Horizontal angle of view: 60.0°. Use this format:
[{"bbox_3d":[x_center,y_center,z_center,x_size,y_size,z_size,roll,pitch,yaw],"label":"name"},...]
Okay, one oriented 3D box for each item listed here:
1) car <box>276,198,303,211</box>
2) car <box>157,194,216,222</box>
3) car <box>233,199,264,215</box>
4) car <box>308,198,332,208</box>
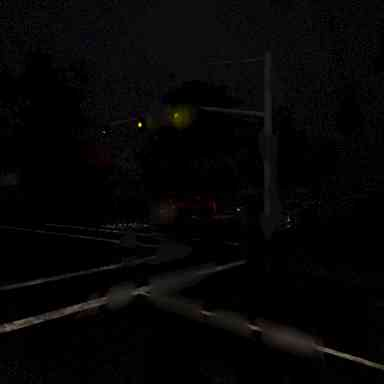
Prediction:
[{"bbox_3d":[12.272,1.526,41.512,1.812,1.442,4.674,0,0,41],"label":"car"},{"bbox_3d":[-0.337,1.221,27.008,2.150,2.045,5.566,0,0,41],"label":"car"},{"bbox_3d":[6.173,1.491,34.493,2.128,1.511,4.902,0,0,41],"label":"car"},{"bbox_3d":[18.905,1.601,49.120,1.895,1.301,4.718,0,0,41],"label":"car"}]
